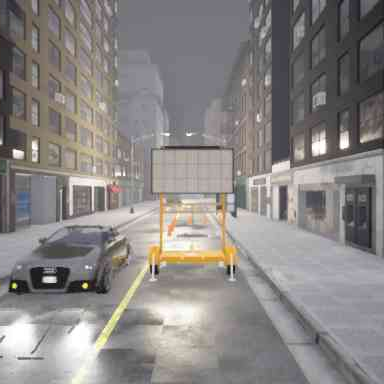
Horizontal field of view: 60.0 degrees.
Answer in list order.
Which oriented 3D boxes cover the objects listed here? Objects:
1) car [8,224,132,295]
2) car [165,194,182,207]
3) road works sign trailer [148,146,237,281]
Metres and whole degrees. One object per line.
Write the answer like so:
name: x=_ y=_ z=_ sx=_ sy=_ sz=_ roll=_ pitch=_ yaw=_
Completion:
car: x=-2.838 y=1.561 z=8.622 sx=1.994 sy=1.385 sz=4.181 roll=0 pitch=0 yaw=0
car: x=-2.772 y=1.182 z=50.558 sx=2.150 sy=2.045 sz=5.566 roll=0 pitch=0 yaw=0
road works sign trailer: x=0.015 y=0.461 z=9.794 sx=2.380 sy=3.560 sz=2.880 roll=0 pitch=0 yaw=0
